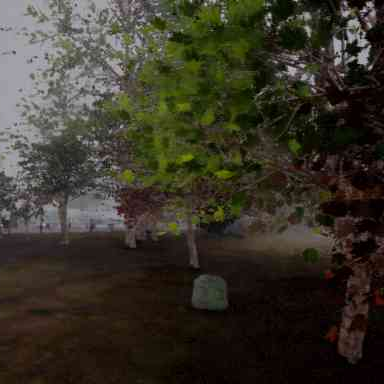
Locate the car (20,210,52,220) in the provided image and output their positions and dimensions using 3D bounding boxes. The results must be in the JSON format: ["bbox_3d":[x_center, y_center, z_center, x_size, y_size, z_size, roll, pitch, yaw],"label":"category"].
[{"bbox_3d":[-24.248,4.159,49.299,5.566,2.045,2.435,0,0,17],"label":"car"}]

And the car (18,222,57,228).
[{"bbox_3d":[-16.284,4.377,31.777,5.566,2.045,2.435,1,1,17],"label":"car"}]

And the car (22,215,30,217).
[{"bbox_3d":[-25.986,4.440,46.955,4.792,1.488,2.163,0,0,17],"label":"car"}]

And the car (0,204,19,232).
[{"bbox_3d":[-14.702,1.708,22.325,2.097,1.767,4.553,1,-4,38],"label":"car"}]

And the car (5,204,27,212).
[{"bbox_3d":[-42.687,3.857,80.697,2.185,1.767,4.553,0,1,19],"label":"car"}]

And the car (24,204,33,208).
[{"bbox_3d":[-35.651,4.135,75.081,2.002,1.452,4.674,0,1,19],"label":"car"}]

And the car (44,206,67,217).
[{"bbox_3d":[-28.606,3.958,69.420,2.435,2.045,5.566,1,1,19],"label":"car"}]

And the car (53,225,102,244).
[{"bbox_3d":[-12.572,4.659,36.598,4.792,1.488,2.163,2,1,17],"label":"car"}]

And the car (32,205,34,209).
[{"bbox_3d":[-33.242,4.127,73.382,1.946,1.575,5.366,0,1,19],"label":"car"}]

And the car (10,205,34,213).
[{"bbox_3d":[-40.323,4.020,78.848,2.097,1.535,5.008,1,1,19],"label":"car"}]

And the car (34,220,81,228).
[{"bbox_3d":[-14.397,4.378,34.187,5.566,2.045,2.435,1,1,17],"label":"car"}]
